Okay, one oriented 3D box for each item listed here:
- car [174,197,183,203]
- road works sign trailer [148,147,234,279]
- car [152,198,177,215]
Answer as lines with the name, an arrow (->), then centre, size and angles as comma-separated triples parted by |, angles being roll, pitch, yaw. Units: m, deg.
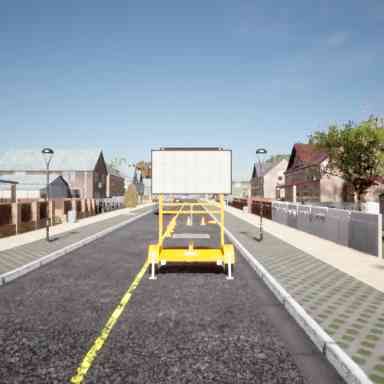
car -> -2.942, 1.690, 69.386 | 2.128, 1.511, 4.902 | 0, 0, 0
road works sign trailer -> -0.015, 0.471, 10.023 | 2.380, 3.560, 2.880 | 0, 0, 0
car -> -2.943, 1.603, 34.389 | 2.033, 1.411, 5.357 | 0, 0, 0
